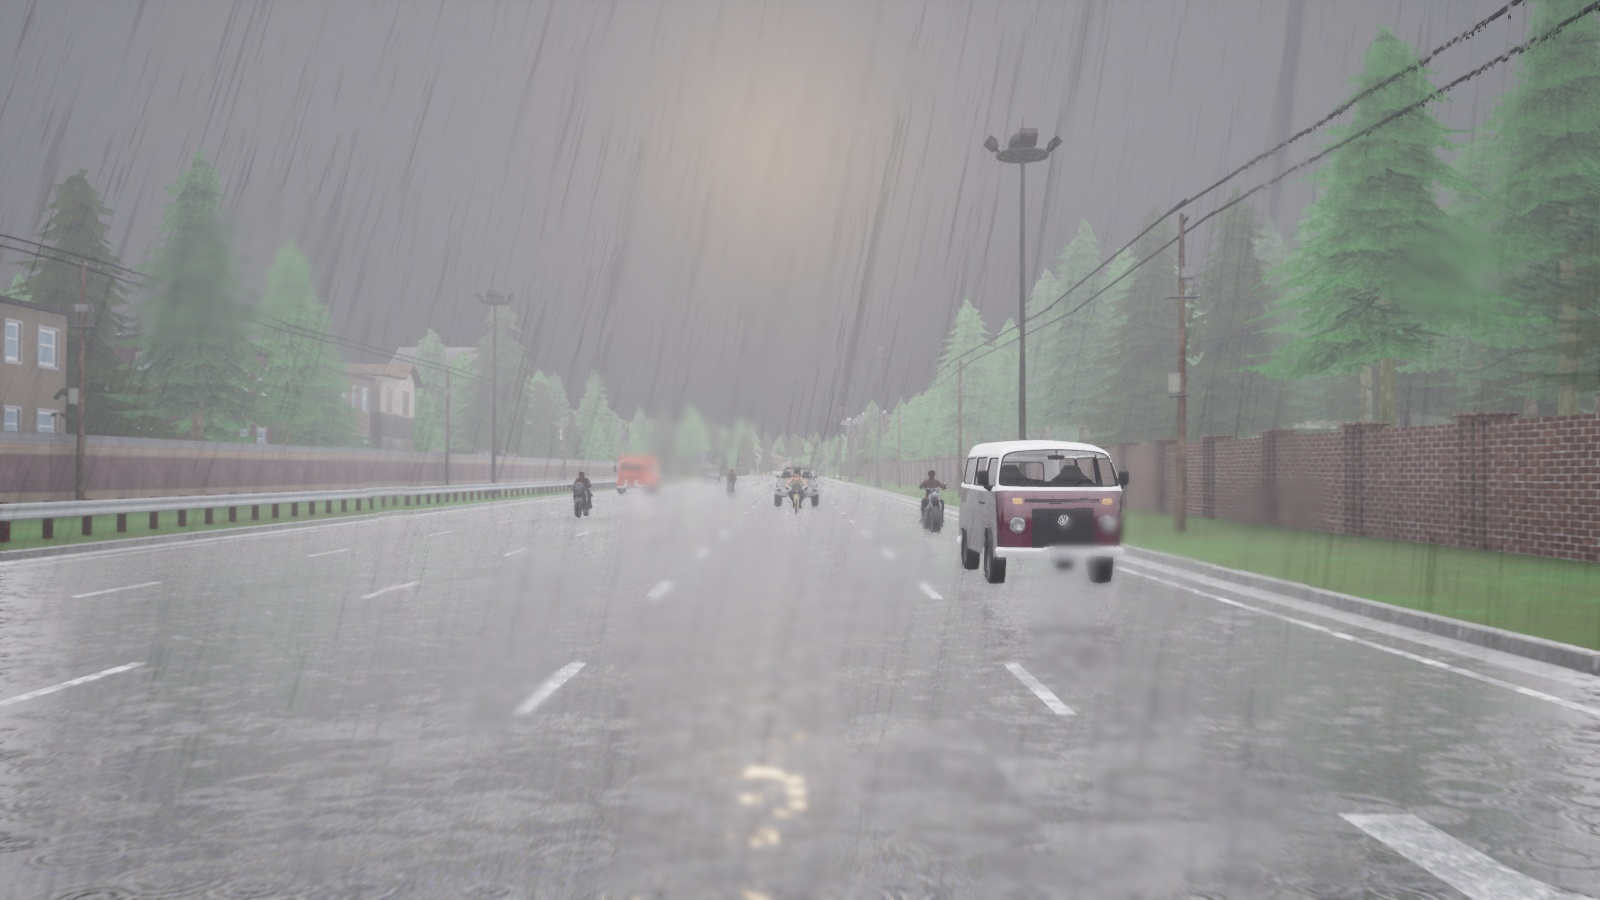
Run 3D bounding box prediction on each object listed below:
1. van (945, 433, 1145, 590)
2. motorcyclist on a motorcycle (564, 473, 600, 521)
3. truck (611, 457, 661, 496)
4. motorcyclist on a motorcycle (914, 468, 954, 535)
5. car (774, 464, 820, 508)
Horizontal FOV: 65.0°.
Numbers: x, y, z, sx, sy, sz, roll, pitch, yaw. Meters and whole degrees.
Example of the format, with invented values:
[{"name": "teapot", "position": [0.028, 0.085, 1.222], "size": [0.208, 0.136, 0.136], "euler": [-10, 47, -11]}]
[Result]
[{"name": "van", "position": [3.454, 0.836, 18.630], "size": [2.069, 2.038, 4.480], "euler": [0, -1, 0]}, {"name": "motorcyclist on a motorcycle", "position": [-7.099, 1.511, 40.978], "size": [0.797, 1.523, 2.044], "euler": [0, -1, 0]}, {"name": "truck", "position": [-10.700, 1.752, 82.519], "size": [2.627, 2.467, 5.204], "euler": [0, -1, 0]}, {"name": "motorcyclist on a motorcycle", "position": [3.422, 1.291, 32.257], "size": [0.766, 1.649, 2.350], "euler": [0, -1, 0]}, {"name": "car", "position": [-0.134, 1.559, 55.393], "size": [1.932, 1.855, 4.605], "euler": [0, -1, 0]}]
